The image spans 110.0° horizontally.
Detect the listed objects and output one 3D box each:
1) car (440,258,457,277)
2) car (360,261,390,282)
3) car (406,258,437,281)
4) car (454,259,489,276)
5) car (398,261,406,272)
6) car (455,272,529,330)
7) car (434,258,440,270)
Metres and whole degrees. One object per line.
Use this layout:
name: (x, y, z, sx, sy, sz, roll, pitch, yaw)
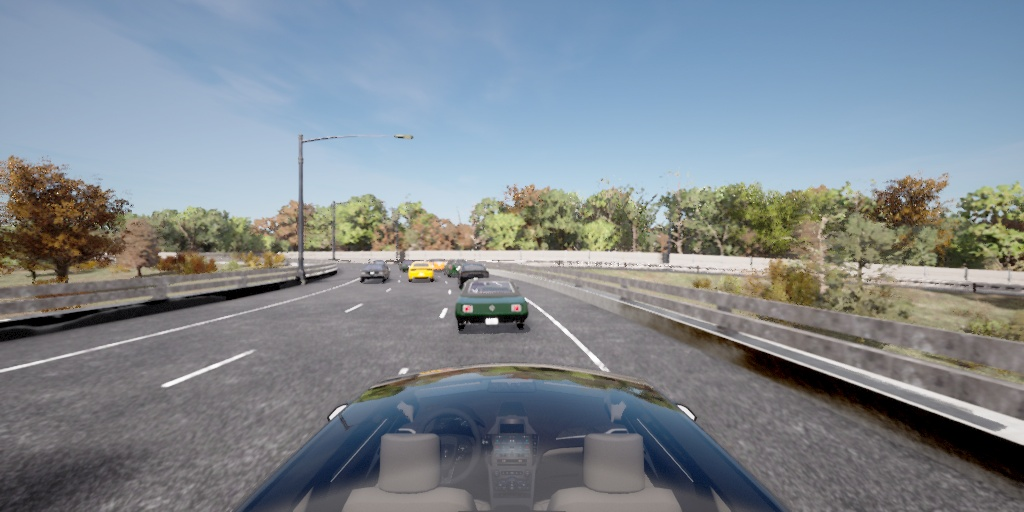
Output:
car: (-5.409, 1.077, 34.754, 2.097, 1.767, 4.553, 0, 0, -16)
car: (-10.842, 1.284, 28.620, 2.033, 1.411, 5.357, 0, 0, -14)
car: (-7.468, 1.209, 29.478, 1.882, 1.535, 5.008, 0, 0, -15)
car: (-2.641, 1.209, 23.865, 1.882, 1.535, 5.008, 0, 0, -11)
car: (-13.264, 1.287, 45.590, 1.994, 1.385, 4.181, 0, 0, -24)
car: (-0.698, 1.342, 11.186, 1.895, 1.301, 4.718, 0, 0, -5)
car: (-9.877, 1.069, 46.543, 2.097, 1.767, 4.553, 0, 0, -23)
